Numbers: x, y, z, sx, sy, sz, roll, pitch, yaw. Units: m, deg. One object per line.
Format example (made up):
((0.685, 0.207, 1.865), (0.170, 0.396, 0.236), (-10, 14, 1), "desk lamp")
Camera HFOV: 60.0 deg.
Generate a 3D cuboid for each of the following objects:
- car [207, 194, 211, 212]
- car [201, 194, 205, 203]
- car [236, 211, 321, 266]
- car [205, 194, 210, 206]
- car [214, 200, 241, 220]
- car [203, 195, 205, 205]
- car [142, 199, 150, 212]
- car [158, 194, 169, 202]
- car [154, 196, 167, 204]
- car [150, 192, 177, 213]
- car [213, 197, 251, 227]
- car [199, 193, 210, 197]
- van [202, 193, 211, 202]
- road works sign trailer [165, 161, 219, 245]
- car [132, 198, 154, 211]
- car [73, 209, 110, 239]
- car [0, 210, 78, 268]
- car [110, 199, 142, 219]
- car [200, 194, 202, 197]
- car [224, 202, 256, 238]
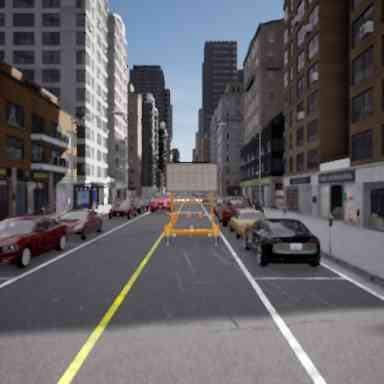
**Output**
((2.858, 1.325, 33.293), (1.967, 1.590, 4.097), (0, 0, 0), "car")
((2.858, 1.378, 49.864), (2.008, 1.369, 4.403), (0, 0, 0), "car")
((2.858, 1.528, 11.199), (1.947, 1.339, 4.313), (0, 0, 0), "car")
((2.858, 1.306, 38.817), (1.967, 1.590, 4.097), (0, 0, 0), "car")
((2.858, 1.429, 27.940), (1.752, 1.417, 4.829), (0, 0, 0), "car")
((2.858, 1.398, 44.341), (2.008, 1.369, 4.403), (0, 0, 0), "car")
((-5.668, 1.452, 33.280), (1.947, 1.339, 4.313), (0, 0, 0), "car")
((-5.668, 1.211, 66.429), (1.967, 1.590, 4.097), (0, 0, 0), "car")
((-5.668, 1.356, 60.905), (1.947, 1.339, 4.313), (0, 0, 0), "car")
((-3.093, 1.098, 35.402), (2.150, 2.045, 5.566), (0, 0, 0), "car")
((2.858, 1.239, 22.245), (2.192, 1.841, 5.009), (0, 0, 0), "car")
((2.858, 1.104, 60.911), (2.192, 1.841, 5.009), (0, 0, 0), "car")
((2.858, 1.111, 66.434), (1.690, 1.788, 3.998), (0, 0, 0), "van")
((0.000, 0.413, 15.099), (2.380, 3.560, 2.880), (0, 0, 0), "road works sign trailer")
((-5.668, 1.432, 38.805), (1.947, 1.339, 4.313), (0, 0, 0), "car")
((-5.668, 1.525, 16.705), (1.802, 1.307, 4.206), (0, 0, 0), "car")
((-5.668, 1.507, 11.180), (1.887, 1.381, 4.507), (0, 0, 0), "car")
((-5.668, 1.450, 27.755), (1.887, 1.381, 4.507), (0, 0, 0), "car")
((2.858, 1.374, 55.388), (1.947, 1.339, 4.313), (0, 0, 0), "car")
((2.858, 1.468, 16.893), (1.752, 1.417, 4.829), (0, 0, 0), "car")
